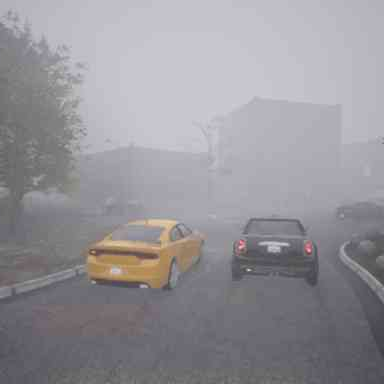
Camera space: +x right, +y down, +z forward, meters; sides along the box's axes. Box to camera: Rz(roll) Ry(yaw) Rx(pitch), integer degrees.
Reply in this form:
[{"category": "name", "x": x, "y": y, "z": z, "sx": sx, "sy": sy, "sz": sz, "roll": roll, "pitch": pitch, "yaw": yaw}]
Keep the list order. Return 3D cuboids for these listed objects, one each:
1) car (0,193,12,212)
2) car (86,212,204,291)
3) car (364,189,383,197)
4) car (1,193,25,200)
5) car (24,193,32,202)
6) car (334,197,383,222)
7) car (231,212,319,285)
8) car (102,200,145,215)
[{"category": "car", "x": -21.441, "y": 1.317, "z": 37.379, "sx": 4.553, "sy": 1.767, "sz": 2.097, "roll": 0, "pitch": 0, "yaw": 35}, {"category": "car", "x": -0.968, "y": 1.503, "z": 9.280, "sx": 1.882, "sy": 1.535, "sz": 5.008, "roll": 1, "pitch": 0, "yaw": 14}, {"category": "car", "x": 25.390, "y": 0.456, "z": 44.406, "sx": 5.366, "sy": 1.575, "sz": 1.946, "roll": -3, "pitch": 1, "yaw": -20}, {"category": "car", "x": -43.298, "y": 1.069, "z": 80.483, "sx": 4.892, "sy": 1.521, "sz": 2.231, "roll": 1, "pitch": 1, "yaw": -31}, {"category": "car", "x": -33.304, "y": 1.327, "z": 63.928, "sx": 4.792, "sy": 1.488, "sz": 2.163, "roll": 1, "pitch": 0, "yaw": -31}, {"category": "car", "x": 13.021, "y": 1.403, "z": 25.511, "sx": 4.892, "sy": 1.490, "sz": 1.837, "roll": -2, "pitch": 1, "yaw": -31}, {"category": "car", "x": 2.418, "y": 1.406, "z": 10.025, "sx": 2.097, "sy": 1.767, "sz": 4.553, "roll": 0, "pitch": 0, "yaw": 12}, {"category": "car", "x": -7.031, "y": 1.540, "z": 33.888, "sx": 5.008, "sy": 1.535, "sz": 1.882, "roll": 0, "pitch": 0, "yaw": 34}]
